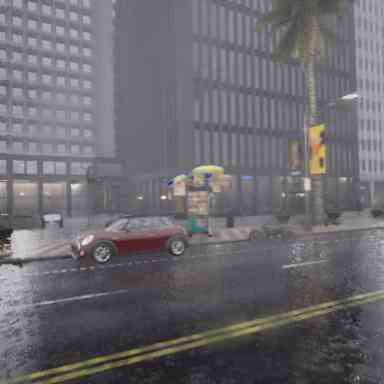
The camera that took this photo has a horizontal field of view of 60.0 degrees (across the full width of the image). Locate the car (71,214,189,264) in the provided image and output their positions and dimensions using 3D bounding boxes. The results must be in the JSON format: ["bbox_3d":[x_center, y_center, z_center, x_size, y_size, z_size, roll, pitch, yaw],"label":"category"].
[{"bbox_3d":[-2.466,1.739,13.507,4.553,1.767,2.185,0,-2,-28],"label":"car"}]
